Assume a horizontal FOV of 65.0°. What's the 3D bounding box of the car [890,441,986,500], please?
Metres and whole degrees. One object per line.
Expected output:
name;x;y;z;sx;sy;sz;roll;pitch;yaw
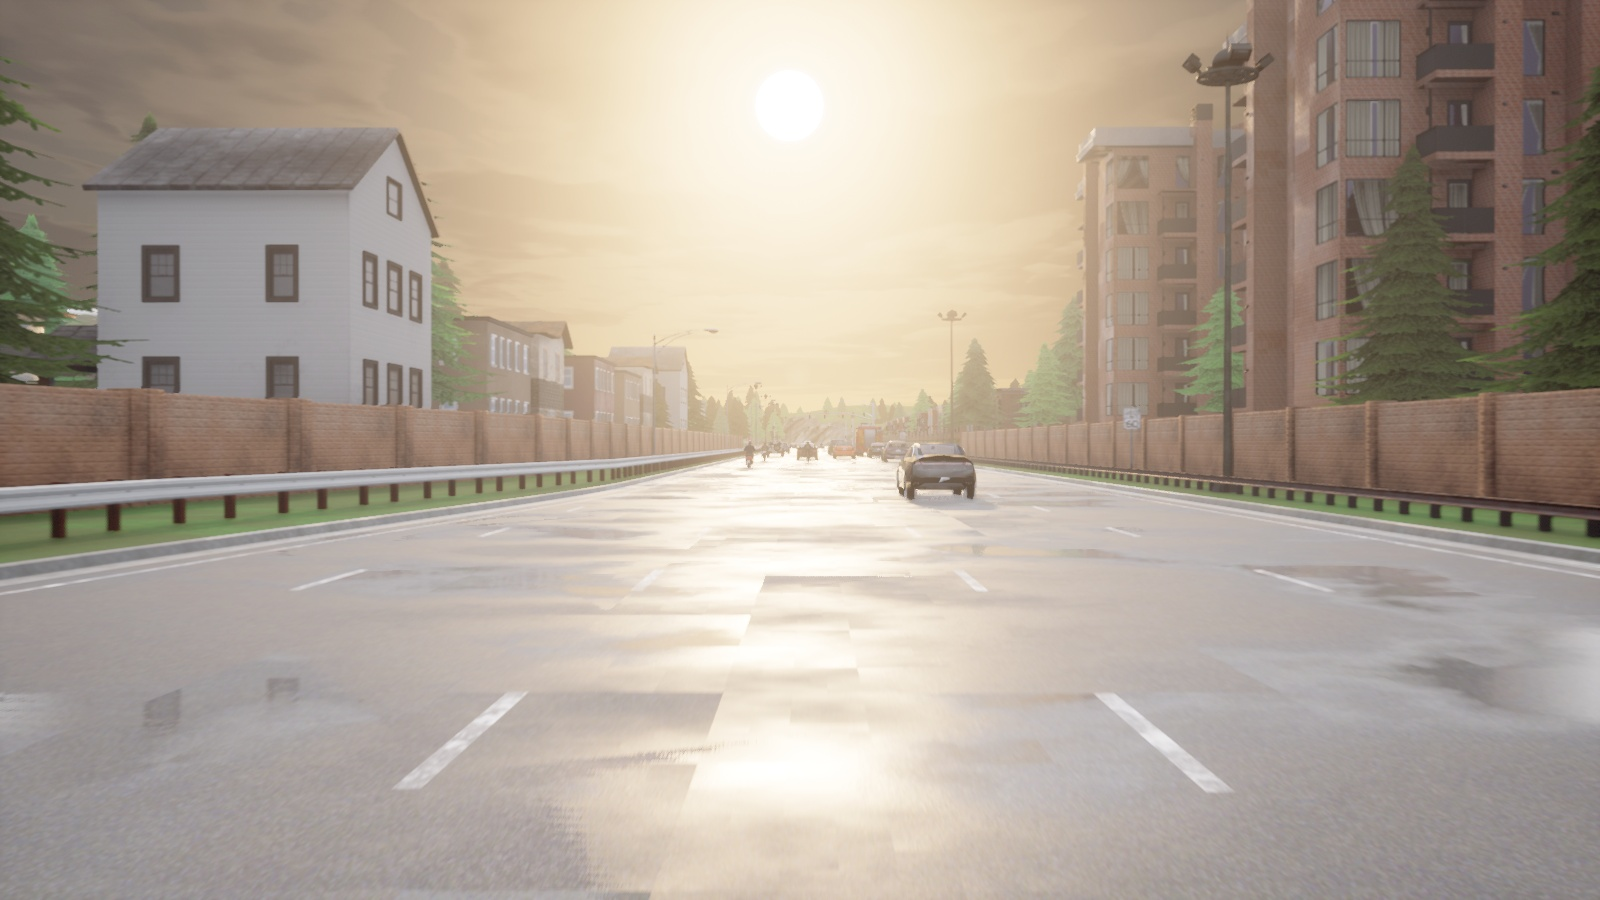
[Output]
car;3.713;0.511;34.700;2.128;1.511;4.902;0;0;0

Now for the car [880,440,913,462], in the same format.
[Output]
car;7.577;0.043;98.801;2.242;1.667;4.611;0;0;0
